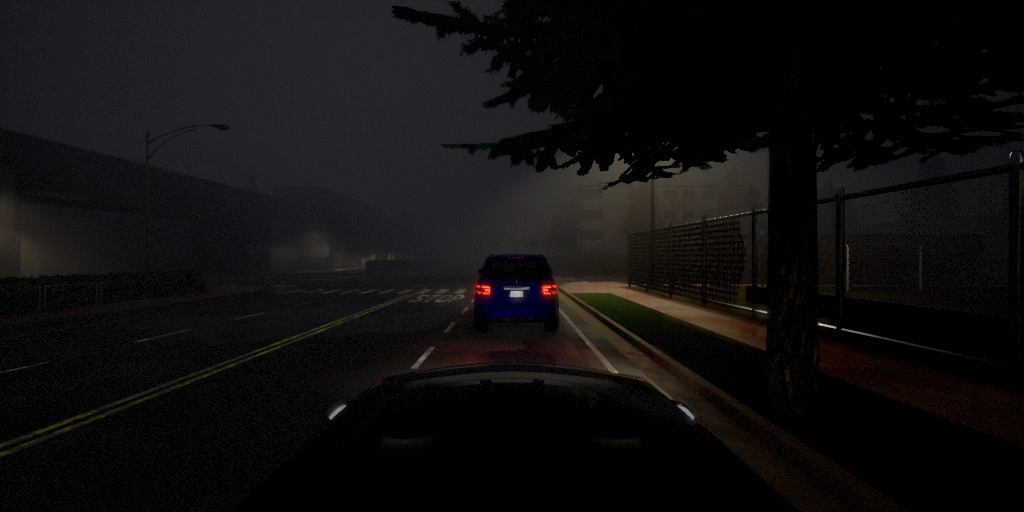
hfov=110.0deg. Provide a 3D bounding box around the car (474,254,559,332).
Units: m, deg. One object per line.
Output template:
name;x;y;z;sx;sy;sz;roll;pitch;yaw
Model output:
car;0.115;0.972;10.977;2.150;2.045;5.566;0;0;0

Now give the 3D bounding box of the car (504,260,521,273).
car;0.023;1.241;45.753;2.128;1.511;4.902;0;0;0
